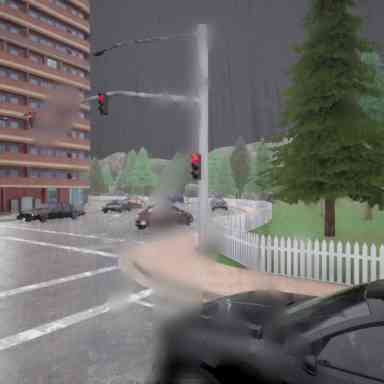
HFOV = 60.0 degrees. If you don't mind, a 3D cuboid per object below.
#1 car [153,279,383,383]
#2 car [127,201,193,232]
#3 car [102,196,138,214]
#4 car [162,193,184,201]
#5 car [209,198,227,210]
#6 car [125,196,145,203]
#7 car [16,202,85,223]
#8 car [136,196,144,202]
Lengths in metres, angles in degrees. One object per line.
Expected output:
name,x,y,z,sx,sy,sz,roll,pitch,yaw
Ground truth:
car,1.899,1.478,2.635,5.008,1.535,1.882,0,0,36
car,-1.591,1.470,19.814,1.812,1.442,4.674,0,0,26
car,-7.797,1.492,35.386,2.033,1.411,5.357,0,0,7
car,-3.677,1.166,63.895,2.150,2.045,5.566,0,0,-31
car,3.194,1.492,41.146,2.033,1.411,5.357,0,0,-2
car,-11.783,1.470,68.722,4.674,1.442,1.812,0,0,44
car,-10.616,1.492,25.567,2.033,1.411,5.357,0,0,24
car,-8.096,1.296,45.682,2.097,1.767,4.553,0,0,-11
